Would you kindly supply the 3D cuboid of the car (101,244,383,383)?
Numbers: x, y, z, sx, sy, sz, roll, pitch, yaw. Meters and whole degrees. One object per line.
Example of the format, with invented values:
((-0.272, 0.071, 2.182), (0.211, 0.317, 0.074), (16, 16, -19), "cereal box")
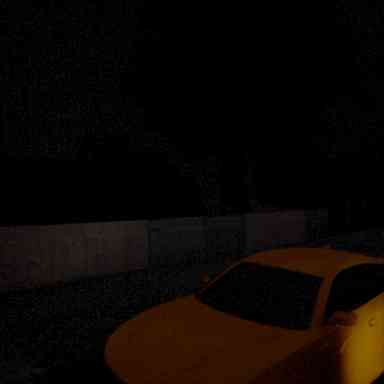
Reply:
((1.331, 1.526, 4.254), (5.008, 1.535, 1.882), (0, -1, -40), "car")
